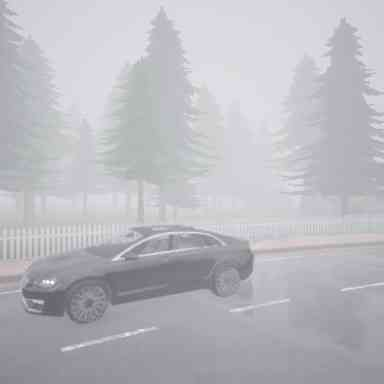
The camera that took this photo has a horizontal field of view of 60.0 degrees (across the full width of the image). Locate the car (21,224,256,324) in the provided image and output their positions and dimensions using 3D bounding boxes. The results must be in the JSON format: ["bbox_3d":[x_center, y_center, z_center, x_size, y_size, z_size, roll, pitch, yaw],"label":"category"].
[{"bbox_3d":[-0.903,1.491,7.131,4.902,1.511,2.128,0,0,-29],"label":"car"}]
